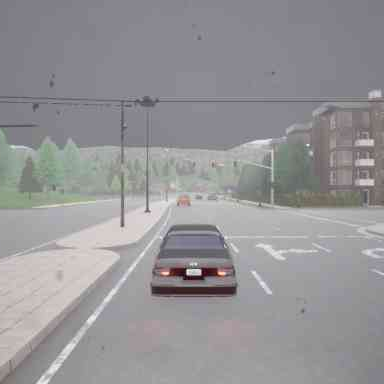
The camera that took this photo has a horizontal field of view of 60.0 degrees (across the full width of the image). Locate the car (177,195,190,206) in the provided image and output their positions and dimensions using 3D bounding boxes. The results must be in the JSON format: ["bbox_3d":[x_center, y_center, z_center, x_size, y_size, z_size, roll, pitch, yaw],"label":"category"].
[{"bbox_3d":[-1.359,1.352,54.481,2.097,1.767,4.553,0,0,-1],"label":"car"}]

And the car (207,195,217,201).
[{"bbox_3d":[5.475,1.539,85.353,2.033,1.411,5.357,0,0,0],"label":"car"}]

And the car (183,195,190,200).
[{"bbox_3d":[-1.548,1.524,95.484,1.812,1.442,4.674,0,0,0],"label":"car"}]

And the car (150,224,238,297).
[{"bbox_3d":[0.042,1.547,8.736,2.033,1.411,5.357,0,0,0],"label":"car"}]
